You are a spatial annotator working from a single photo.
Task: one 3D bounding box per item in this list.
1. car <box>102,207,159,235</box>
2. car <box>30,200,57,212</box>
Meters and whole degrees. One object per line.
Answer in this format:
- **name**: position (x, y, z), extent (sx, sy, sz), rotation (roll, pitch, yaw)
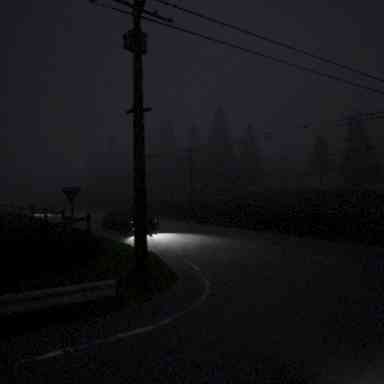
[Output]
- **car**: position (-3.637, 1.589, 19.279), extent (1.994, 1.385, 4.181), rotation (-1, 1, -36)
- **car**: position (-16.542, 1.596, 36.749), extent (2.033, 1.411, 5.357), rotation (-1, 1, -38)
